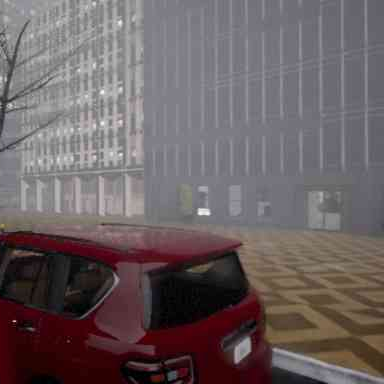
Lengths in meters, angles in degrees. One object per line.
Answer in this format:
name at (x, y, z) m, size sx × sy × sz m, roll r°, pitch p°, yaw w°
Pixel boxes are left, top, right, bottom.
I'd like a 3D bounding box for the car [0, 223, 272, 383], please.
car at (-1.552, 1.316, 3.988) m, size 5.009 × 1.841 × 2.192 m, roll 0°, pitch 0°, yaw 35°
